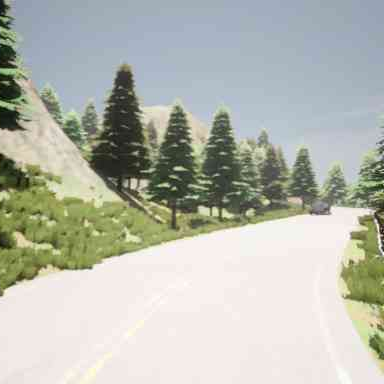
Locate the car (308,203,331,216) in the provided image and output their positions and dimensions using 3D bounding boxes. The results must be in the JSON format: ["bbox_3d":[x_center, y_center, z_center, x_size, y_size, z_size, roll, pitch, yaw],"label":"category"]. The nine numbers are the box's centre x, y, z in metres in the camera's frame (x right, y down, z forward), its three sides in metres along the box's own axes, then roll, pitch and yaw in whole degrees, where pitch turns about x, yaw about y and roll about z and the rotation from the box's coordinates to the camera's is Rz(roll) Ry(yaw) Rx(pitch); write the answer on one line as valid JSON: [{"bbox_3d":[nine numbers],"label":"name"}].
[{"bbox_3d":[15.394,2.056,40.002,1.837,1.490,4.892,-1,-2,33],"label":"car"}]
